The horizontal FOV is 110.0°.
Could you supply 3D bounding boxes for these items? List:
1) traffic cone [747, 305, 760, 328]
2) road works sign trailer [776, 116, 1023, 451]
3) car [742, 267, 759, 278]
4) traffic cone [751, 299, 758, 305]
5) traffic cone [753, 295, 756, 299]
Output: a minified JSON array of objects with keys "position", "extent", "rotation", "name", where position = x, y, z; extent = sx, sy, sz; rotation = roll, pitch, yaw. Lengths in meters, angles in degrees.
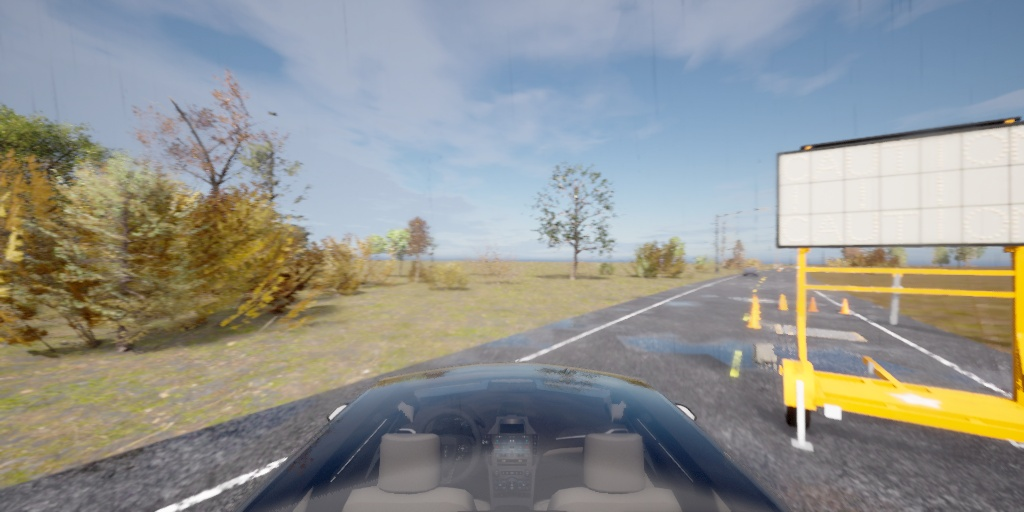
[{"position":[7.454,1.899,11.065],"extent":[0.340,0.580,0.340],"rotation":[0,0,34],"name":"traffic cone"},{"position":[4.735,0.298,4.446],"extent":[2.380,3.560,2.880],"rotation":[0,0,34],"name":"road works sign trailer"},{"position":[33.344,2.232,50.035],"extent":[2.033,1.411,5.357],"rotation":[0,-1,38],"name":"car"},{"position":[8.582,1.931,12.716],"extent":[0.340,0.580,0.340],"rotation":[0,0,34],"name":"traffic cone"},{"position":[9.710,1.963,14.367],"extent":[0.340,0.580,0.340],"rotation":[0,0,34],"name":"traffic cone"}]
